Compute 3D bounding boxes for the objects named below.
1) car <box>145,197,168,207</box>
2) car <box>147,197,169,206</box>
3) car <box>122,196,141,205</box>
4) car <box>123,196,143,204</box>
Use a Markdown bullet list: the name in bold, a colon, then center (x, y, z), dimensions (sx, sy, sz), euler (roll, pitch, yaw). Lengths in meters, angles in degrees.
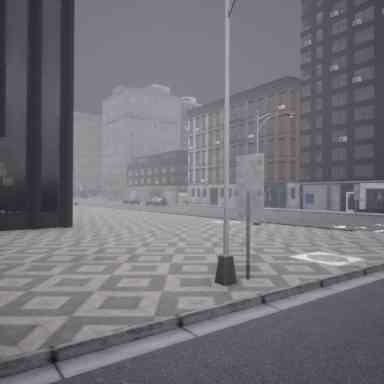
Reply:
- **car**: center (-5.935, 1.626, 54.250), dimensions (1.812, 1.442, 4.674), euler (1, 0, -36)
- **car**: center (-6.247, 1.640, 60.380), dimensions (1.837, 1.490, 4.892), euler (1, 0, -36)
- **car**: center (-11.381, 1.715, 61.792), dimensions (1.895, 1.301, 4.718), euler (1, 0, -36)
- **car**: center (-12.307, 1.641, 68.840), dimensions (2.128, 1.511, 4.902), euler (1, 0, -36)
